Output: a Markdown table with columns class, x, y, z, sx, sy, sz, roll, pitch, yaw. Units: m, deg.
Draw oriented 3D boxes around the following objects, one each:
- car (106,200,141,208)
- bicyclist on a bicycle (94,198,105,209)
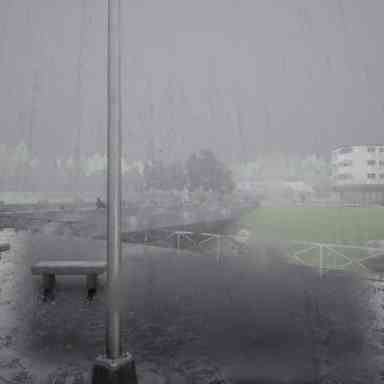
| class | x | y | z | sx | sy | sz | roll | pitch | yaw |
| --- | --- | --- | --- | --- | --- | --- | --- | --- | --- |
| car | -7.716 | 1.561 | 37.828 | 1.994 | 1.385 | 4.181 | 0 | 0 | 35 |
| bicyclist on a bicycle | -8.277 | 1.347 | 29.809 | 1.656 | 1.620 | 0.582 | 0 | 0 | 35 |
